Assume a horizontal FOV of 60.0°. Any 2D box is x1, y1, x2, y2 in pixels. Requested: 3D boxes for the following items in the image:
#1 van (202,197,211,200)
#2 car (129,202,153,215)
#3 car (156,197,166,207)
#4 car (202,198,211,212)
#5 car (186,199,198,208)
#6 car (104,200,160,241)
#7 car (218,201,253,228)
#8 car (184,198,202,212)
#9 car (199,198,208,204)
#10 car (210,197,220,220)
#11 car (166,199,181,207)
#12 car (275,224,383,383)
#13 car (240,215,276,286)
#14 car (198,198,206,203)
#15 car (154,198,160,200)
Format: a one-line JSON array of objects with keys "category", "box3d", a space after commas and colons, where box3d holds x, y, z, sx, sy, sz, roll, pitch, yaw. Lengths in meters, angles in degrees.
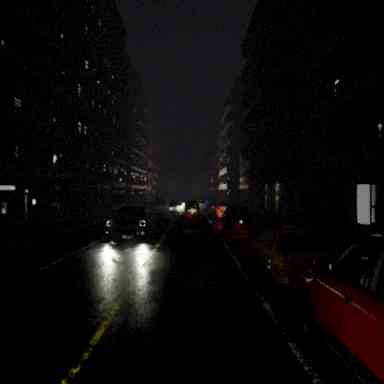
[{"category": "van", "box3d": [2.675, 1.689, 49.059, 1.690, 1.788, 3.998, -1, 0, 0]}, {"category": "car", "box3d": [-5.702, 1.830, 37.691, 1.947, 1.339, 4.313, -1, 0, 0]}, {"category": "car", "box3d": [-5.707, 1.750, 60.431, 2.192, 1.841, 5.009, -1, 0, 0]}, {"category": "car", "box3d": [2.677, 1.832, 43.543, 1.752, 1.417, 4.829, -1, 0, 0]}, {"category": "car", "box3d": [0.022, 1.985, 58.857, 1.994, 1.385, 4.181, 0, -1, 1]}, {"category": "car", "box3d": [-3.101, 1.473, 17.453, 2.097, 1.767, 4.553, 0, 0, 0]}, {"category": "car", "box3d": [3.145, 1.668, 23.701, 1.837, 1.490, 4.892, 0, 0, 0]}, {"category": "car", "box3d": [0.035, 1.809, 43.568, 1.837, 1.490, 4.892, 0, -2, 1]}, {"category": "car", "box3d": [2.676, 2.117, 77.479, 2.008, 1.369, 4.403, -1, 0, 0]}, {"category": "car", "box3d": [3.112, 1.566, 30.673, 2.097, 1.767, 4.553, 0, 0, 0]}, {"category": "car", "box3d": [-3.048, 1.991, 59.564, 1.994, 1.385, 4.181, 0, 0, 1]}, {"category": "car", "box3d": [2.676, 1.340, 3.582, 2.192, 1.841, 5.009, -1, 0, 0]}, {"category": "car", "box3d": [2.679, 1.591, 9.435, 1.752, 1.417, 4.829, -1, 0, 0]}, {"category": "car", "box3d": [2.675, 2.201, 88.849, 1.887, 1.381, 4.507, -1, 0, 0]}, {"category": "car", "box3d": [-5.702, 1.872, 43.375, 1.947, 1.339, 4.313, -1, 0, 0]}]
